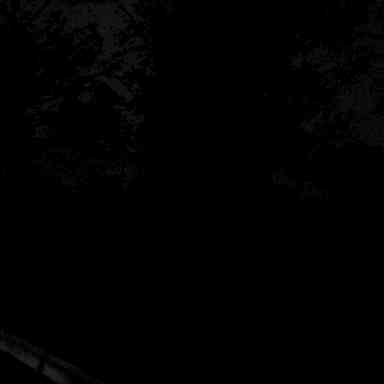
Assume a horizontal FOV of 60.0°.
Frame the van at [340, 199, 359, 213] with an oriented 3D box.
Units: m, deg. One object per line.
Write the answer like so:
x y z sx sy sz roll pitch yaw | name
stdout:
23.722 2.019 49.969 1.878 1.987 4.442 0 0 36 | van

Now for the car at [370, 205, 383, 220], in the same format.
21.051 2.260 35.925 2.163 1.488 4.792 0 0 36 | car

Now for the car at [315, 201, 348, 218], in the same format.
16.432 2.223 39.012 1.946 1.575 5.366 0 0 36 | car

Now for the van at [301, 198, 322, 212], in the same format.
19.186 2.015 53.261 1.878 1.987 4.442 0 0 36 | van

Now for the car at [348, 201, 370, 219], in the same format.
22.191 2.234 41.247 5.008 1.535 1.882 0 0 36 | car

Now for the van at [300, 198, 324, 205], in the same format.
14.228 1.999 40.698 1.878 1.987 4.442 0 0 36 | van

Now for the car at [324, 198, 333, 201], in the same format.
21.538 1.992 51.733 2.435 2.045 5.566 0 0 36 | car

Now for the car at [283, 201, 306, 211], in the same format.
16.978 2.234 54.999 2.231 1.521 4.892 0 0 36 | car
